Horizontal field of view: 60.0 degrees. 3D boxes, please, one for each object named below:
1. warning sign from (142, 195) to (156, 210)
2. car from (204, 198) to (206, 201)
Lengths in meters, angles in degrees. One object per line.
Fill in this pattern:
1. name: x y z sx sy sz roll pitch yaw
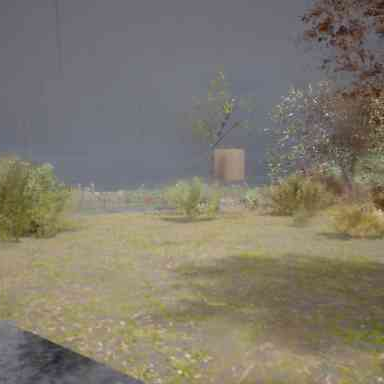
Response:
1. warning sign: -5.321 1.273 41.164 1.300 1.860 1.060 -1 0 40
2. car: 1.730 1.608 53.317 1.837 1.490 4.892 0 1 40
